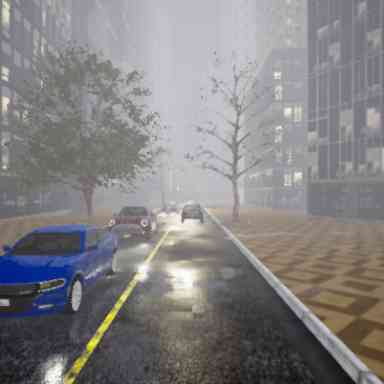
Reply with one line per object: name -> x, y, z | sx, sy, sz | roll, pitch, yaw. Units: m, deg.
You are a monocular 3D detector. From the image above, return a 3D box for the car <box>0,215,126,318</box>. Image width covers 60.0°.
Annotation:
car -> -3.088, 1.545, 7.895 | 1.882, 1.535, 5.008 | 0, 0, 0

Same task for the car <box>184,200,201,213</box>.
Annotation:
car -> 0.096, 1.900, 44.644 | 2.128, 1.511, 4.902 | 0, 0, 0

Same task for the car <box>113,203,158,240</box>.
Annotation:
car -> -3.078, 1.508, 17.992 | 2.097, 1.767, 4.553 | 0, -1, 0

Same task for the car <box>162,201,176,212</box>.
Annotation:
car -> -2.970, 1.905, 44.769 | 2.128, 1.511, 4.902 | 0, -1, 0

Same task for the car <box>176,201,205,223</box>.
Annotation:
car -> 0.034, 1.744, 28.302 | 2.128, 1.511, 4.902 | 0, 0, 0
